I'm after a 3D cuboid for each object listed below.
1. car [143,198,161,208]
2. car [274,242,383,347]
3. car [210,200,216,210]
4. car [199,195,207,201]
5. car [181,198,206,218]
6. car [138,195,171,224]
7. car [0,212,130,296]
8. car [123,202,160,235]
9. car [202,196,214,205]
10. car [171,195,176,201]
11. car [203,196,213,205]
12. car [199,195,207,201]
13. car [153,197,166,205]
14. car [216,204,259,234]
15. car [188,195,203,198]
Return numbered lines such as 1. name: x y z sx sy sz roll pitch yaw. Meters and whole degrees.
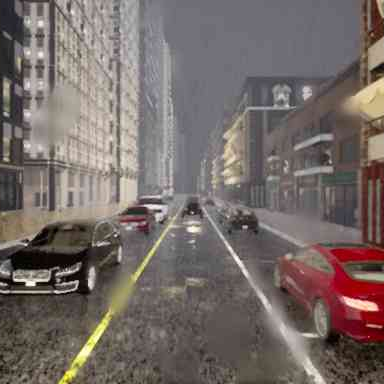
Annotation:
1. car: -5.667 1.552 47.341 2.008 1.369 4.403 0 0 0
2. car: 2.745 1.582 6.178 1.802 1.307 4.206 0 0 0
3. car: 2.704 1.549 24.743 2.008 1.369 4.403 0 0 0
4. car: 2.731 1.589 86.878 1.947 1.339 4.313 0 0 0
5. car: 0.022 1.524 29.608 1.812 1.442 4.674 0 0 0
6. car: -2.988 1.278 24.719 2.150 2.045 5.566 0 0 0
7. car: -3.094 1.504 8.802 1.837 1.490 4.892 0 0 0
8. car: -3.090 1.524 18.766 1.812 1.442 4.674 0 0 1
9. car: 2.719 1.446 58.635 1.967 1.590 4.097 0 0 0
10. car: -5.650 1.588 86.881 1.947 1.339 4.313 0 0 0
11. car: 2.716 1.586 52.986 1.802 1.307 4.206 0 0 0
12. car: 2.729 1.544 81.398 1.752 1.417 4.829 0 0 0
13. car: -5.662 1.550 58.639 1.887 1.381 4.507 0 0 0
14. car: 2.701 1.549 19.095 2.008 1.369 4.403 0 0 0
15. car: 0.076 1.352 44.385 2.097 1.767 4.553 0 0 0
